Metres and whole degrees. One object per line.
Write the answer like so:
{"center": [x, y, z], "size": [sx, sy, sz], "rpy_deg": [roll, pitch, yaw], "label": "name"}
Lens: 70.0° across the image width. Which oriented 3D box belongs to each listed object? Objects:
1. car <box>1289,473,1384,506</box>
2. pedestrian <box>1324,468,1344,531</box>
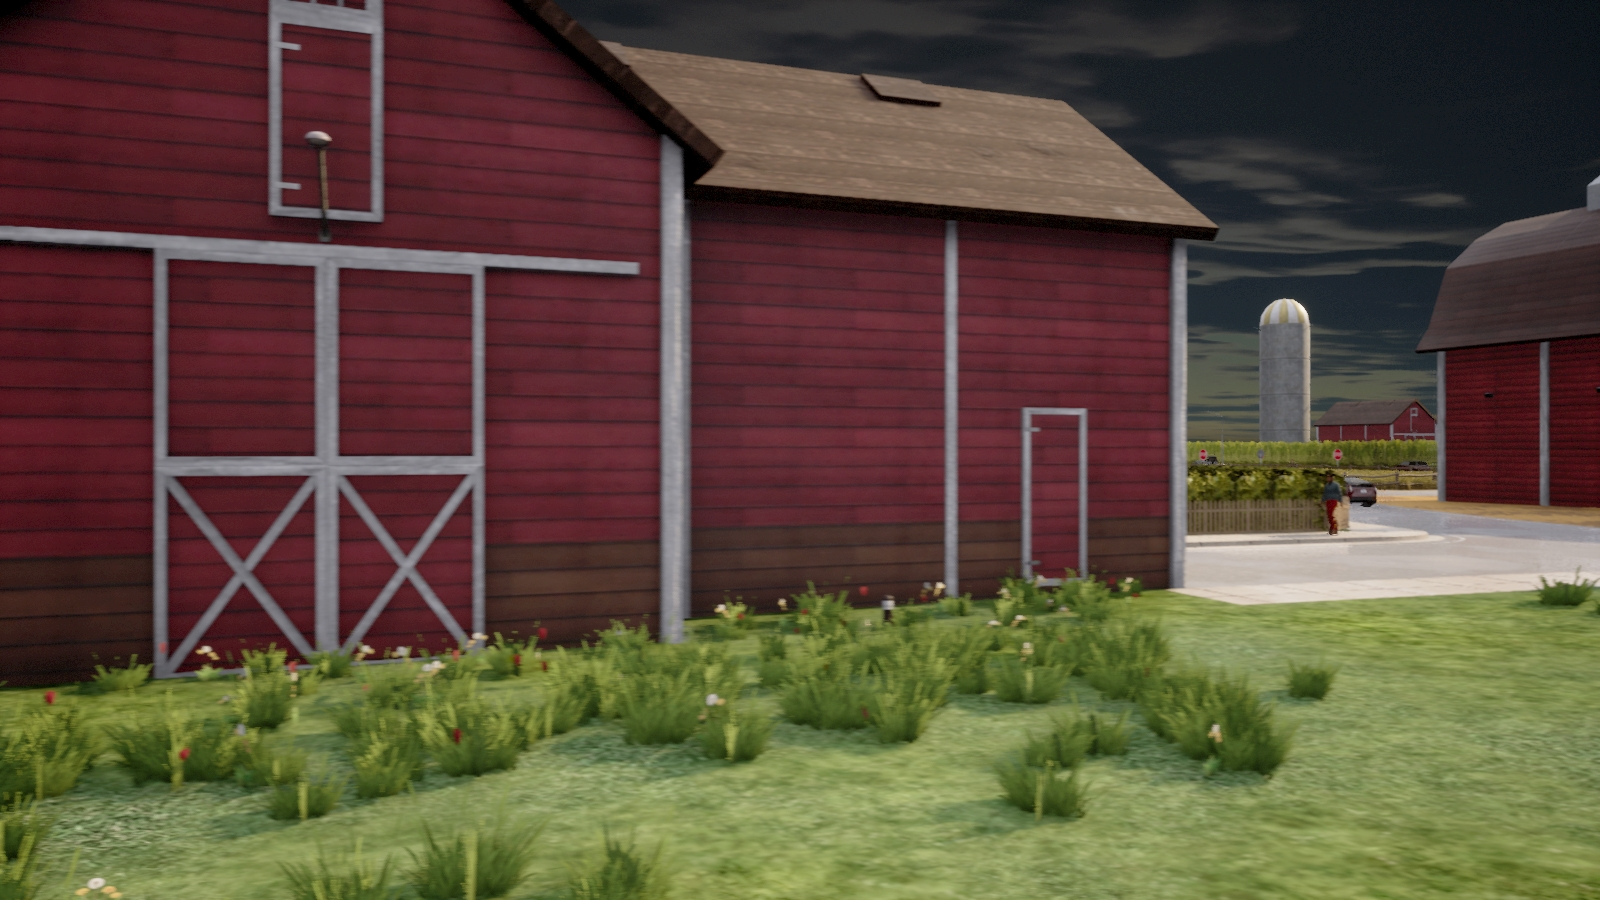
{"center": [26.804, 1.948, 57.286], "size": [2.007, 1.525, 4.514], "rpy_deg": [0, 0, -11], "label": "car"}
{"center": [15.849, 1.465, 33.890], "size": [0.375, 1.860, 0.375], "rpy_deg": [0, 0, -23], "label": "pedestrian"}
